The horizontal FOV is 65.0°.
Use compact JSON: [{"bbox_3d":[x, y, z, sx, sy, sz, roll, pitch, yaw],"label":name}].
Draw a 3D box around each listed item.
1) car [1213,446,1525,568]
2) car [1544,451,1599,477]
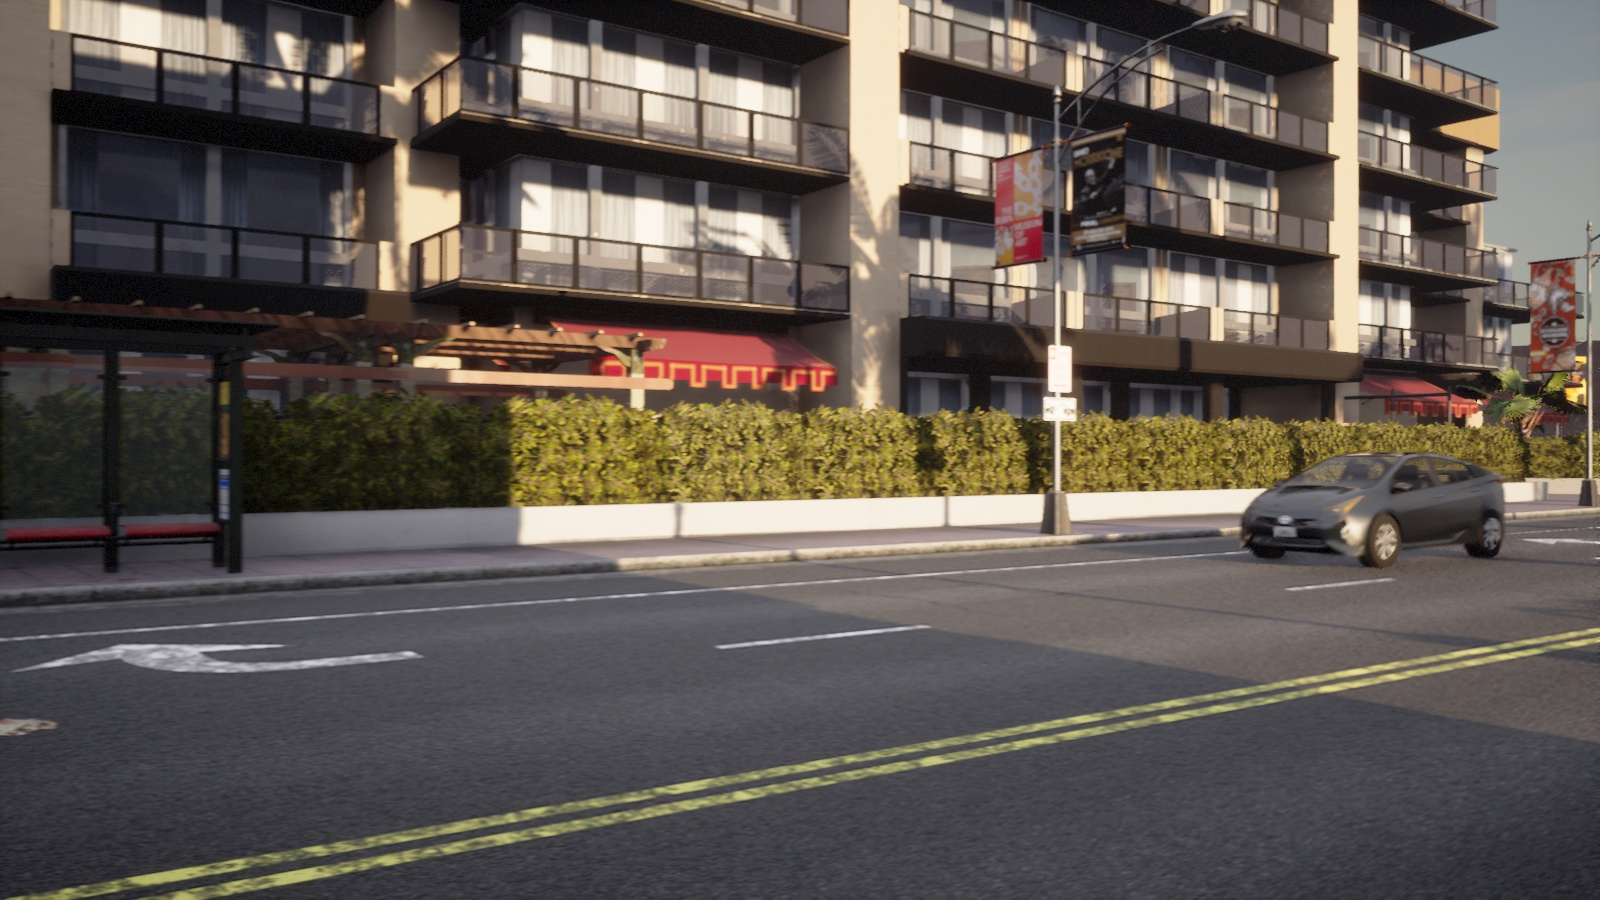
[{"bbox_3d":[8.147,0.718,17.858,4.514,1.525,2.007,0,0,-35],"label":"car"},{"bbox_3d":[47.533,0.829,75.522,2.163,1.488,4.792,0,0,-11],"label":"car"}]
